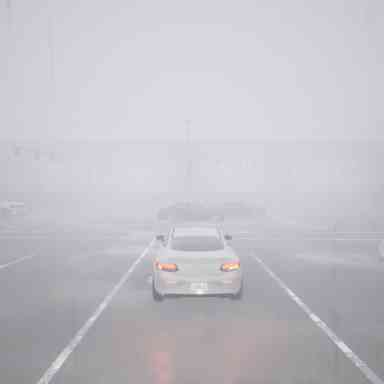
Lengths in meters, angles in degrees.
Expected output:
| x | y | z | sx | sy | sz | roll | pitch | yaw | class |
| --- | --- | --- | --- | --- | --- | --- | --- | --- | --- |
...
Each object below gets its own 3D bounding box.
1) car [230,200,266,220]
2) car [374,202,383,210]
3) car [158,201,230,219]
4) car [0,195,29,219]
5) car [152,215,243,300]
| x | y | z | sx | sy | sz | roll | pitch | yaw | class |
| --- | --- | --- | --- | --- | --- | --- | --- | --- | --- |
| 3.693 | 1.484 | 27.713 | 4.892 | 1.490 | 1.837 | 0 | 0 | 2 | car |
| 23.300 | 1.397 | 37.886 | 4.674 | 1.442 | 1.812 | -1 | 0 | 2 | car |
| 0.004 | 1.460 | 24.311 | 5.008 | 1.535 | 1.882 | 0 | 0 | 2 | car |
| -16.965 | 1.222 | 28.270 | 5.566 | 2.045 | 2.150 | 0 | 0 | 2 | car |
| 0.073 | 1.527 | 8.251 | 1.812 | 1.442 | 4.674 | 0 | 0 | -1 | car |
